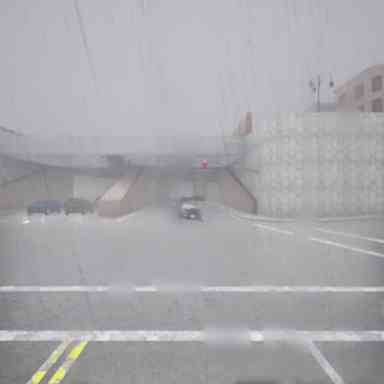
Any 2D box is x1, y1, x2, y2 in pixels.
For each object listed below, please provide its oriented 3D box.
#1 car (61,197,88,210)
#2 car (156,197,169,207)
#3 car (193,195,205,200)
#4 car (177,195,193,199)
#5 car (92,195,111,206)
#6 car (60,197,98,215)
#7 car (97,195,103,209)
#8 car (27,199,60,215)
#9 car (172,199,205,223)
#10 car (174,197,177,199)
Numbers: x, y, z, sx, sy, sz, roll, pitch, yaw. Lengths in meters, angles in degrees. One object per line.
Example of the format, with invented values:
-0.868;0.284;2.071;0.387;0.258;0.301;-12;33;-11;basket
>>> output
-15.076;1.490;42.992;1.837;1.490;4.892;0;0;-1;car
-4.627;1.530;52.316;2.033;1.411;5.357;0;0;-2;car
1.312;1.453;74.470;1.882;1.535;5.008;0;0;28;car
-1.269;1.506;59.423;1.812;1.442;4.674;0;0;-1;car
-15.353;1.333;56.700;2.097;1.767;4.553;0;0;-1;car
-11.335;1.493;33.763;1.837;1.490;4.892;0;0;-1;car
-11.571;1.338;42.893;2.097;1.767;4.553;0;0;-1;car
-14.833;1.466;33.647;1.882;1.535;5.008;0;0;-1;car
-0.370;1.517;25.240;1.812;1.442;4.674;-1;0;-11;car
-2.372;1.499;74.713;1.812;1.442;4.674;0;0;24;car
